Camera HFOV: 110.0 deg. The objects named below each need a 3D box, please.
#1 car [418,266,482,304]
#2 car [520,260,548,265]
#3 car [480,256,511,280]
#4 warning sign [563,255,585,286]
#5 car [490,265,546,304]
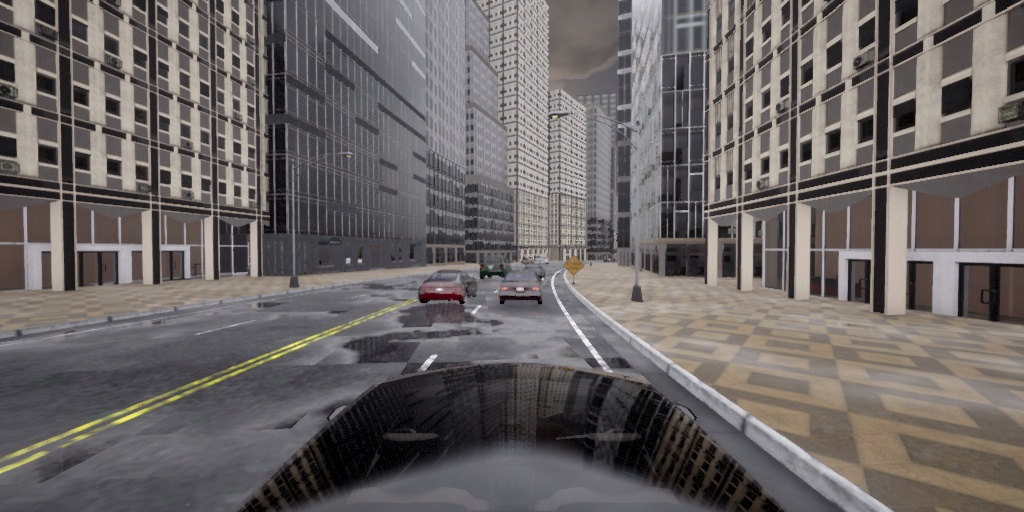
[{"bbox_3d":[-2.777,1.316,16.369,1.994,1.385,4.181,0,0,4],"label":"car"},{"bbox_3d":[1.863,1.322,30.787,1.994,1.385,4.181,0,0,7],"label":"car"},{"bbox_3d":[-1.356,1.000,31.228,2.150,2.045,5.566,0,0,7],"label":"car"},{"bbox_3d":[3.777,0.866,22.053,1.300,1.860,1.060,0,0,5],"label":"warning sign"},{"bbox_3d":[0.466,1.310,16.162,2.033,1.411,5.357,0,0,4],"label":"car"}]
